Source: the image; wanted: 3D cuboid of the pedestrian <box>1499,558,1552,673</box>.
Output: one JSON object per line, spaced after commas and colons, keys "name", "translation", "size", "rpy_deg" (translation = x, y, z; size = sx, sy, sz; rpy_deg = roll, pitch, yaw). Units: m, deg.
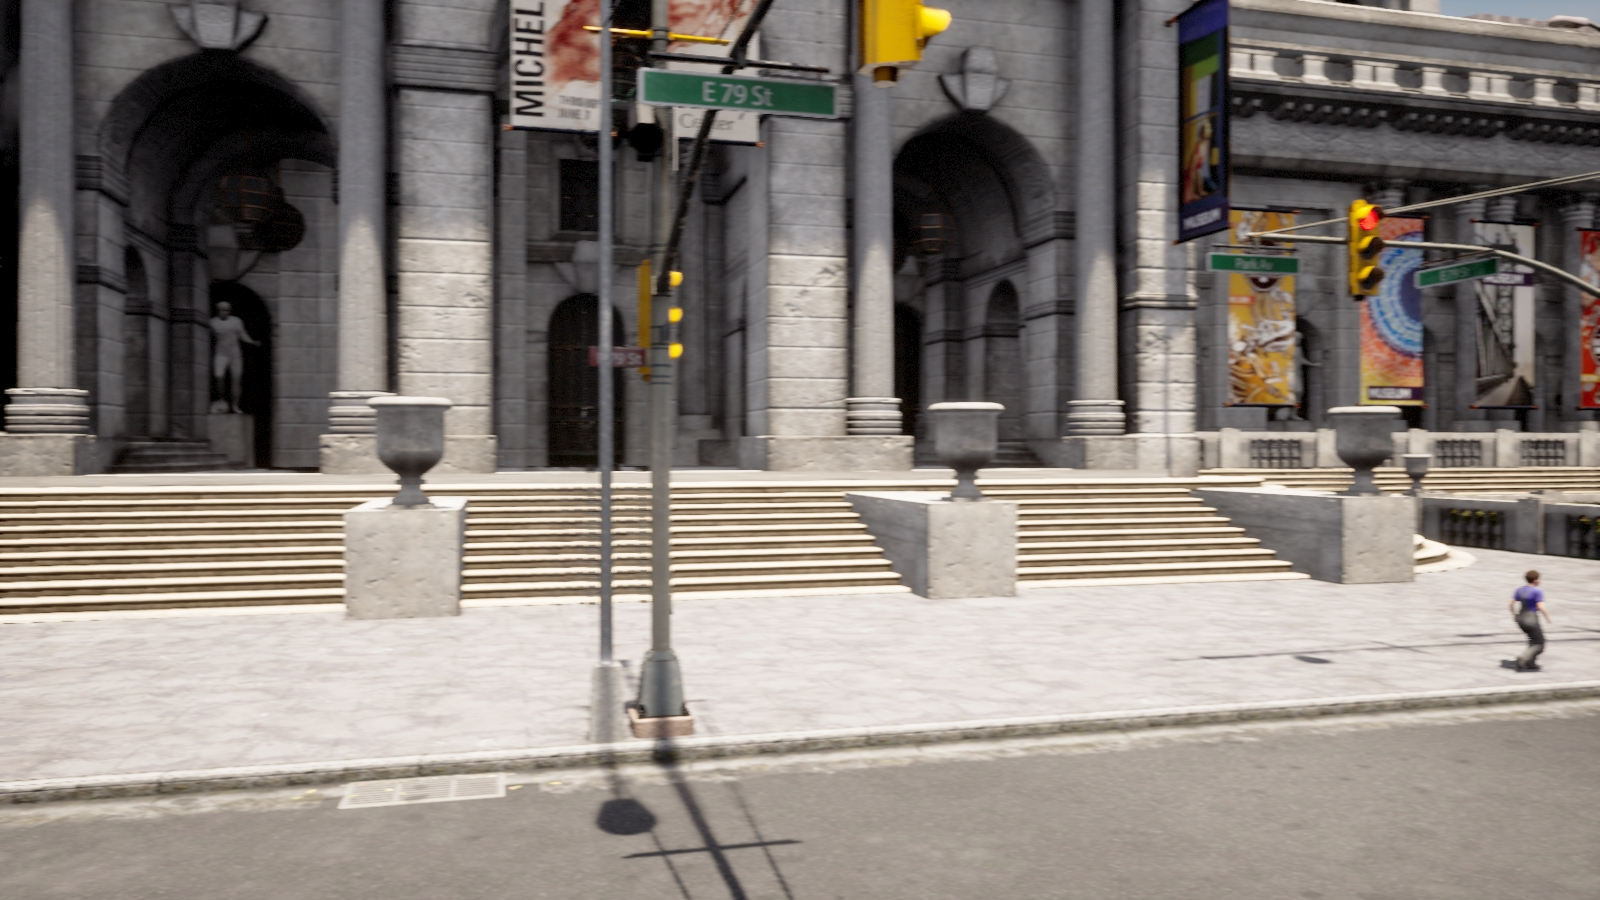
{"name": "pedestrian", "translation": [8.595, 1.947, 13.540], "size": [0.375, 1.300, 0.375], "rpy_deg": [0, 0, -11]}
